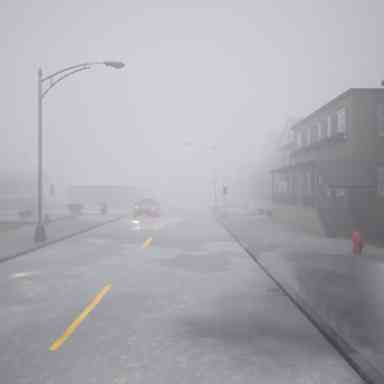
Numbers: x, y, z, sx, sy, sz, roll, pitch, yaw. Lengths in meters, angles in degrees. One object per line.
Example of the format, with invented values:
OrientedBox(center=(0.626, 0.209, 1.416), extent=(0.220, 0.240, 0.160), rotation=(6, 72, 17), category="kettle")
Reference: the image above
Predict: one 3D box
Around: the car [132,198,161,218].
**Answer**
OrientedBox(center=(-4.000, 1.362, 29.940), extent=(2.097, 1.767, 4.553), rotation=(0, 0, 0), category="car")

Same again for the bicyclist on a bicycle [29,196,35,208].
OrientedBox(center=(-21.742, 1.348, 45.346), extent=(0.582, 1.620, 1.656), rotation=(0, 0, 0), category="bicyclist on a bicycle")
